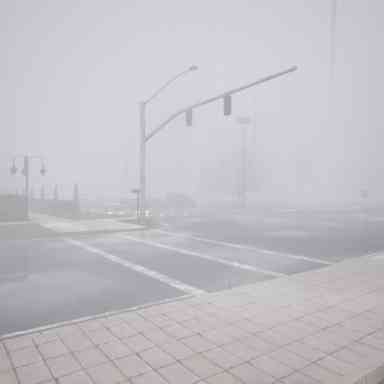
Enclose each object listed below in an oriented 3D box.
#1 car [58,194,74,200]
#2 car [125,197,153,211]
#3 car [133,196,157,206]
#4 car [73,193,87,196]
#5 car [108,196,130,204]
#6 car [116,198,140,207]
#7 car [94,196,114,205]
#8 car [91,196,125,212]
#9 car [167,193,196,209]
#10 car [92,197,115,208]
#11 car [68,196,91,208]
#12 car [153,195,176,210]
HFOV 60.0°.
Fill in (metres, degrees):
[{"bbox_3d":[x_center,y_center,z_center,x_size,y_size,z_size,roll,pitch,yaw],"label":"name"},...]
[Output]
[{"bbox_3d":[-21.599,1.506,55.514,1.837,1.490,4.892,0,0,-36],"label":"car"},{"bbox_3d":[-7.496,1.547,42.092,2.033,1.411,5.357,0,0,-36],"label":"car"},{"bbox_3d":[-7.718,1.505,54.276,1.837,1.490,4.892,0,0,-36],"label":"car"},{"bbox_3d":[-19.693,1.221,58.855,2.150,2.045,5.566,0,0,-36],"label":"car"},{"bbox_3d":[-13.883,1.547,62.788,2.033,1.411,5.357,0,0,-36],"label":"car"},{"bbox_3d":[-9.968,1.601,51.414,1.895,1.301,4.718,0,0,-36],"label":"car"},{"bbox_3d":[-15.814,1.505,59.472,1.837,1.490,4.892,0,0,-36],"label":"car"},{"bbox_3d":[-10.077,1.526,39.694,1.812,1.442,4.674,0,0,-36],"label":"car"},{"bbox_3d":[-1.732,1.221,46.069,2.150,2.045,5.566,0,0,-36],"label":"car"},{"bbox_3d":[-13.404,1.505,50.189,1.837,1.490,4.892,0,0,-36],"label":"car"},{"bbox_3d":[-15.484,1.601,47.099,1.895,1.301,4.718,0,0,-36],"label":"car"},{"bbox_3d":[-4.551,1.505,43.991,1.837,1.490,4.892,0,0,-36],"label":"car"}]
